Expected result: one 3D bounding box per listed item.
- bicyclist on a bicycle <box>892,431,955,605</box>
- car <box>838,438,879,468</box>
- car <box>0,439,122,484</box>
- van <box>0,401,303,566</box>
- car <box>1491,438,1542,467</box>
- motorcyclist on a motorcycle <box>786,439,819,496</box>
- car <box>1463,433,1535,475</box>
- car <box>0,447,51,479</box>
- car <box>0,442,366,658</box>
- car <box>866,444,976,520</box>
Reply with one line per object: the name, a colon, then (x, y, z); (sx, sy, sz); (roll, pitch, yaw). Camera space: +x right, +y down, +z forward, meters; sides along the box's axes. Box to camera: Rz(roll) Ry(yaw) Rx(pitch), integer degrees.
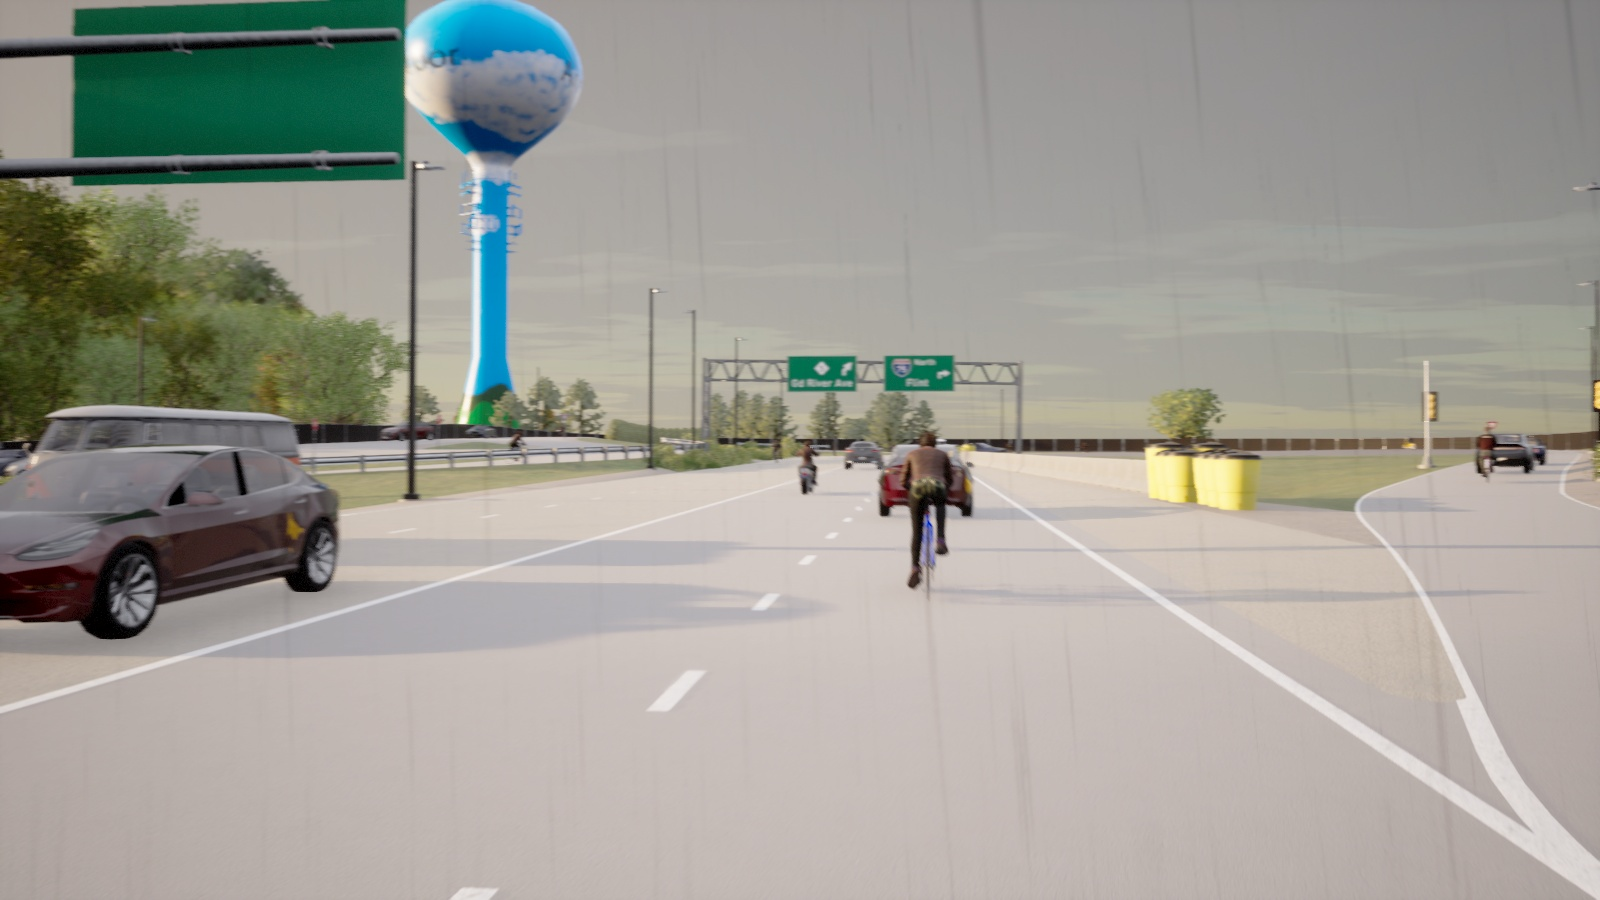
bicyclist on a bicycle: (1.230, 0.636, 12.567); (0.582, 1.620, 1.656); (0, 0, 5)
car: (3.478, 0.147, 73.531); (2.152, 1.651, 5.027); (0, 0, 5)
car: (-31.393, 0.492, 53.200); (4.611, 1.667, 2.242); (-3, 0, -30)
van: (-8.855, 0.390, 17.466); (1.775, 1.987, 4.442); (0, 0, 5)
car: (33.712, 0.092, 59.037); (1.895, 1.301, 4.718); (0, 1, 32)
motorcyclist on a motorcycle: (0.092, 0.508, 37.733); (0.766, 1.649, 2.350); (0, 0, 5)
car: (27.040, 0.112, 48.497); (2.128, 1.511, 4.902); (0, 1, 32)
car: (-38.298, 0.625, 60.207); (1.994, 1.385, 4.181); (0, 3, 6)
car: (-5.940, 0.676, 11.121); (2.163, 1.488, 4.792); (0, 0, 5)
car: (2.615, 0.614, 27.237); (2.163, 1.488, 4.792); (0, 0, 5)
